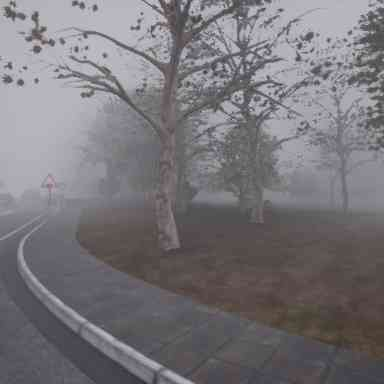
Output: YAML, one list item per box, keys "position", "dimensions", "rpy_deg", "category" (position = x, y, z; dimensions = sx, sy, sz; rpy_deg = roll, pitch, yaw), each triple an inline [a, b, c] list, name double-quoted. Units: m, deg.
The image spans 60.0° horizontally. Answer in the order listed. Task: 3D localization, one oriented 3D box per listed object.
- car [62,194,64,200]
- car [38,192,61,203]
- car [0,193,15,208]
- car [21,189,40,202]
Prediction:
- position: [-24.086, 0.761, 59.460]
  dimensions: [1.994, 1.385, 4.181]
  rpy_deg: [0, 1, -17]
  category: "car"
- position: [-21.025, 0.899, 49.498]
  dimensions: [2.033, 1.411, 5.357]
  rpy_deg: [0, 1, -17]
  category: "car"
- position: [-20.080, 0.840, 35.122]
  dimensions: [1.837, 1.490, 4.892]
  rpy_deg: [0, 1, -17]
  category: "car"
- position: [-25.377, 0.480, 52.589]
  dimensions: [2.150, 2.045, 5.566]
  rpy_deg: [0, 1, -17]
  category: "car"
